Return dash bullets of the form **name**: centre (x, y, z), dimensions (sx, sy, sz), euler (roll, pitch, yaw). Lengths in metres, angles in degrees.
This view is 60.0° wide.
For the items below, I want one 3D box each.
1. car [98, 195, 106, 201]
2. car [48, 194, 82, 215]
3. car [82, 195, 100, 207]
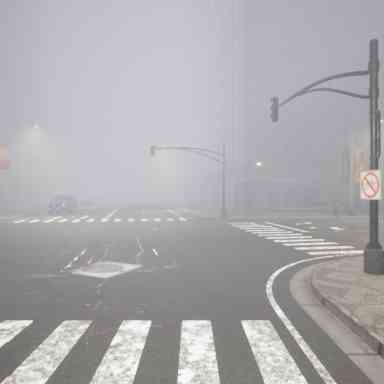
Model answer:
- **car**: centre (-18.626, 1.285, 67.868), dimensions (1.882, 1.535, 5.008), euler (0, 0, -9)
- **car**: centre (-13.431, 1.253, 35.054), dimensions (2.150, 2.045, 5.566), euler (0, 0, -10)
- **car**: centre (-16.163, 1.620, 52.063), dimensions (1.994, 1.385, 4.181), euler (0, 0, -9)
